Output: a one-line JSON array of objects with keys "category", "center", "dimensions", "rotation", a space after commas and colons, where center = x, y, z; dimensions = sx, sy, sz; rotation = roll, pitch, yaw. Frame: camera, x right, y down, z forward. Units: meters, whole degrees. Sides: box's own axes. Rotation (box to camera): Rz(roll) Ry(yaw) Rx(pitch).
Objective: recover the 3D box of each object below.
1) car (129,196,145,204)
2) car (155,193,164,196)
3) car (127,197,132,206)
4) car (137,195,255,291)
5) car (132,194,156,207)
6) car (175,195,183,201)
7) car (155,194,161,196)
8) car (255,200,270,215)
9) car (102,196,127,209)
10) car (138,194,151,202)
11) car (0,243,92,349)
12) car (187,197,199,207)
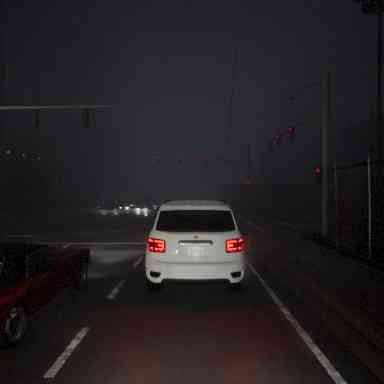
[{"category": "car", "center": [-10.449, 1.491, 63.171], "dimensions": [2.128, 1.511, 4.902], "rotation": [0, 0, 1]}, {"category": "car", "center": [-6.889, 1.221, 68.988], "dimensions": [2.150, 2.045, 5.566], "rotation": [0, 0, 0]}, {"category": "car", "center": [-10.504, 1.491, 53.780], "dimensions": [2.128, 1.511, 4.902], "rotation": [0, 0, 0]}, {"category": "car", "center": [0.087, 1.221, 9.132], "dimensions": [2.150, 2.045, 5.566], "rotation": [0, 0, 0]}, {"category": "car", "center": [-7.008, 1.491, 49.016], "dimensions": [2.128, 1.511, 4.902], "rotation": [0, 0, 0]}, {"category": "car", "center": [-3.361, 1.540, 86.071], "dimensions": [2.033, 1.411, 5.357], "rotation": [0, 0, 0]}, {"category": "car", "center": [-6.981, 1.525, 58.275], "dimensions": [1.812, 1.442, 4.674], "rotation": [0, 0, 0]}, {"category": "car", "center": [5.419, 1.536, 33.723], "dimensions": [4.902, 1.511, 2.128], "rotation": [1, 0, 17]}, {"category": "car", "center": [-10.522, 1.352, 44.627], "dimensions": [2.097, 1.767, 4.553], "rotation": [0, 0, 0]}, {"category": "car", "center": [-10.382, 1.354, 73.220], "dimensions": [2.097, 1.767, 4.553], "rotation": [0, 0, 0]}, {"category": "car", "center": [-3.433, 1.601, 6.207], "dimensions": [1.895, 1.301, 4.718], "rotation": [0, 0, 1]}, {"category": "car", "center": [0.153, 1.525, 53.572], "dimensions": [1.812, 1.442, 4.674], "rotation": [0, 0, 0]}]
